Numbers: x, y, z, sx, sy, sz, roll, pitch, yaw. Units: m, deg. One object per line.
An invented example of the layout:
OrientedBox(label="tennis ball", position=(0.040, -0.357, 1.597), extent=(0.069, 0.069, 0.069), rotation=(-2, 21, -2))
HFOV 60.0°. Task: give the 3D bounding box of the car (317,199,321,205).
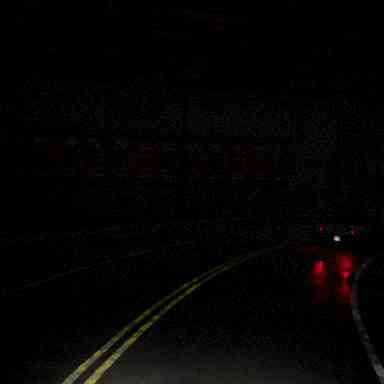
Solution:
OrientedBox(label="car", position=(20.655, 1.613, 60.400), extent=(4.974, 1.542, 2.038), rotation=(1, 0, 44))

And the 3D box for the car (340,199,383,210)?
OrientedBox(label="car", position=(20.439, 1.633, 40.298), extent=(2.038, 1.542, 4.974), rotation=(1, 0, -41))

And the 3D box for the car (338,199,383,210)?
OrientedBox(label="car", position=(20.407, 1.475, 40.337), extent=(1.853, 1.218, 4.536), rotation=(1, 0, -41))

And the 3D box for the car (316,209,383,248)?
OrientedBox(label="car", position=(7.710, 1.669, 15.328), extent=(4.718, 1.301, 1.895), rotation=(1, 0, -41))
